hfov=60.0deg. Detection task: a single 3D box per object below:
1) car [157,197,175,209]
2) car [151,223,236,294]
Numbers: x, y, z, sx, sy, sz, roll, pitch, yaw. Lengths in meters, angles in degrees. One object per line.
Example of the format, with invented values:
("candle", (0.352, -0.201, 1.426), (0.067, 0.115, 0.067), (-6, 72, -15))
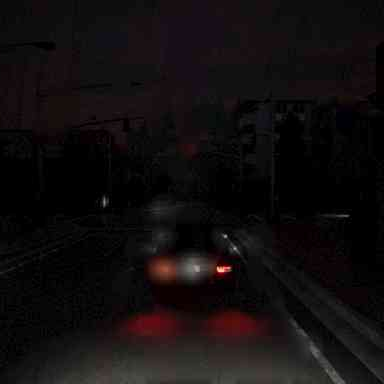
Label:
("car", (-3.708, 1.526, 46.051), (1.812, 1.442, 4.674), (0, 0, 0))
("car", (0.039, 1.547, 8.939), (2.033, 1.411, 5.357), (0, 0, 0))
